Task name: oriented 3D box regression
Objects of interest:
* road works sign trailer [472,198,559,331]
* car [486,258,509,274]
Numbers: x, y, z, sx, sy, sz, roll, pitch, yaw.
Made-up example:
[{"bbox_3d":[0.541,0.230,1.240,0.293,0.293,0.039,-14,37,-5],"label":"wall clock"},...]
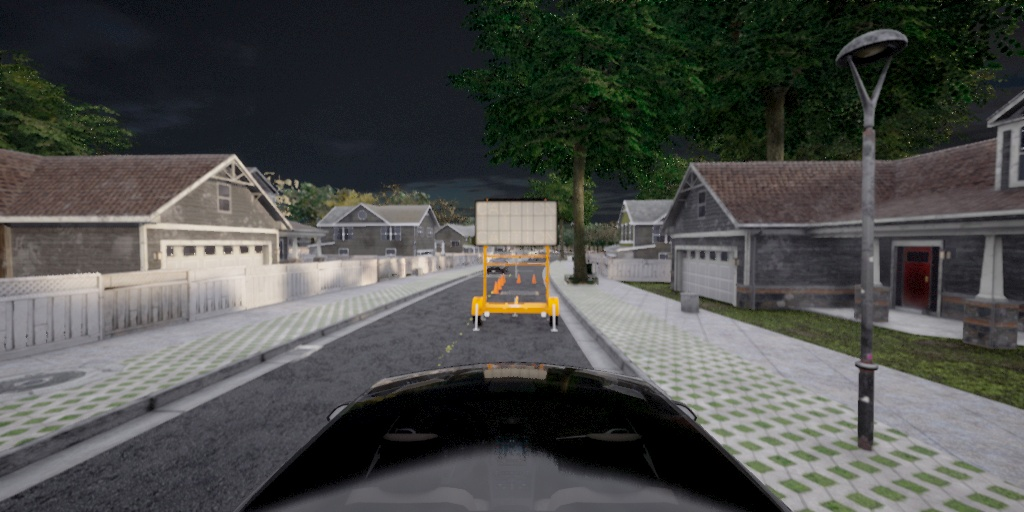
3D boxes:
[{"bbox_3d":[0.128,0.113,10.559,2.380,3.560,2.880,0,0,2],"label":"road works sign trailer"},{"bbox_3d":[-1.366,0.923,33.752,2.033,1.411,5.357,0,1,5],"label":"car"}]
